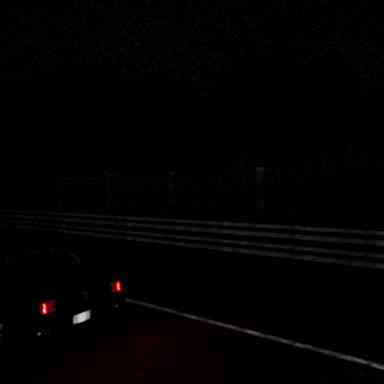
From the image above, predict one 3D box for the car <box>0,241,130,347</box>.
[{"bbox_3d":[-3.477,1.621,6.351,4.718,1.301,1.895,0,0,36],"label":"car"}]
